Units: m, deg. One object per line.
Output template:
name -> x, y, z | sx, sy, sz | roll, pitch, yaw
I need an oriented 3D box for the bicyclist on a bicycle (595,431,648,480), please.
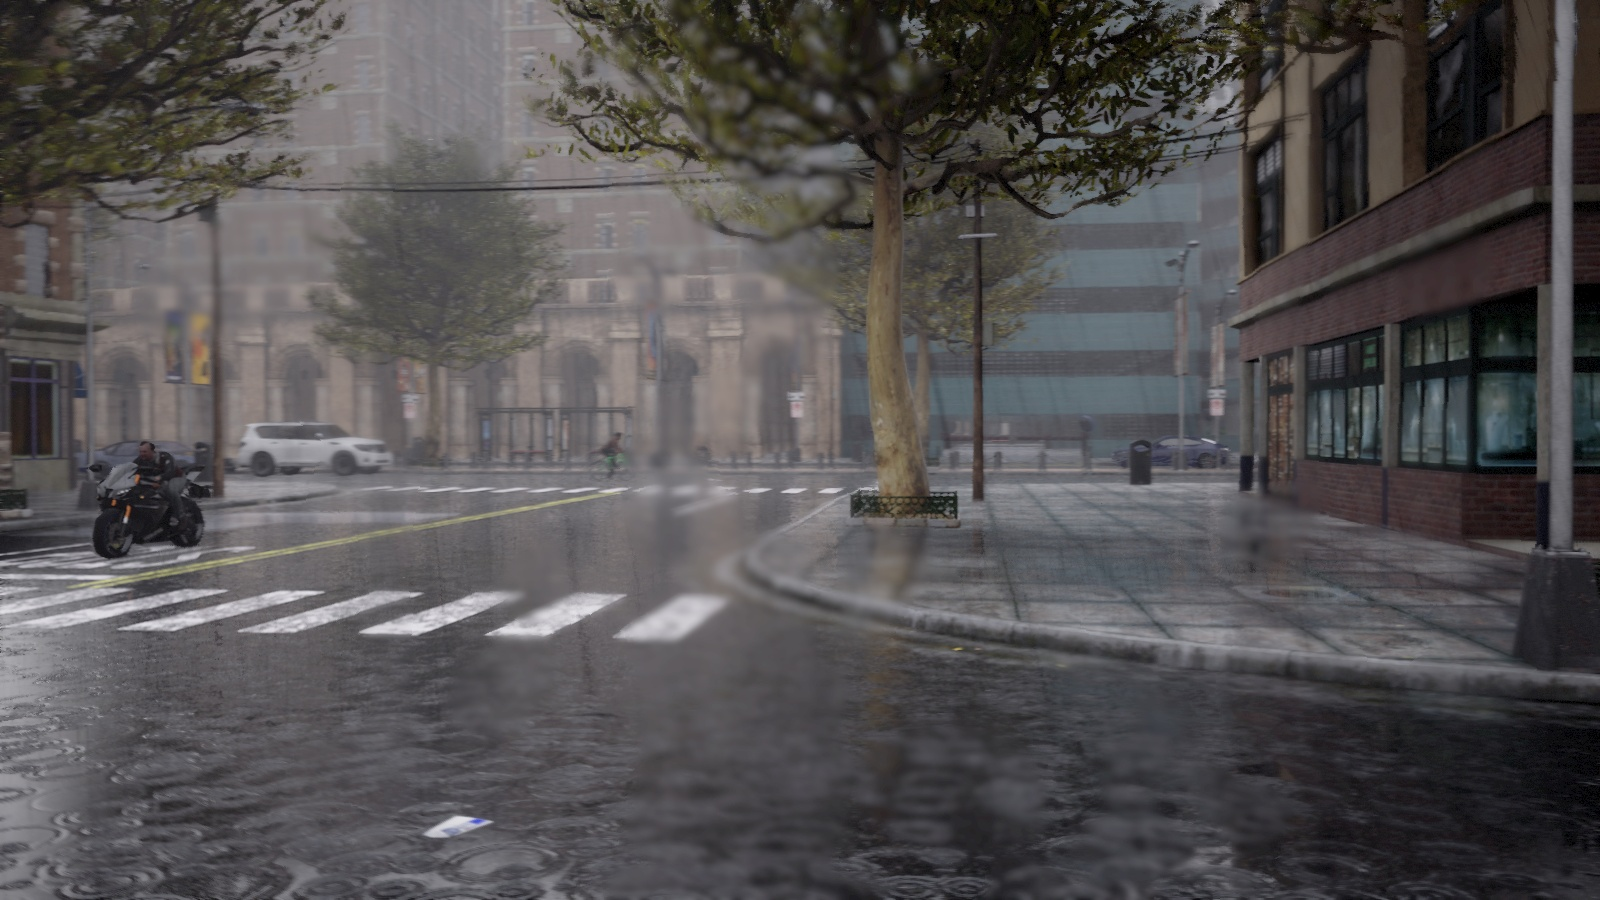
bicyclist on a bicycle -> -5.971, 0.180, 42.036 | 1.656, 1.620, 0.582 | 1, 1, 8

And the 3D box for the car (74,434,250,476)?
car -> -22.519, 0.169, 44.405 | 5.357, 1.411, 2.033 | 0, 1, 8

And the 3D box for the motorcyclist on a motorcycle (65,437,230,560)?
motorcyclist on a motorcycle -> -8.711, 0.594, 16.887 | 0.866, 1.530, 2.191 | 0, 1, 7

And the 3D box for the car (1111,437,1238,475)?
car -> 15.036, 0.229, 50.644 | 4.674, 1.442, 1.812 | 0, 1, 8

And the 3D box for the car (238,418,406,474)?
car -> -17.965, -0.179, 47.285 | 5.566, 2.045, 2.150 | 0, 1, 8
